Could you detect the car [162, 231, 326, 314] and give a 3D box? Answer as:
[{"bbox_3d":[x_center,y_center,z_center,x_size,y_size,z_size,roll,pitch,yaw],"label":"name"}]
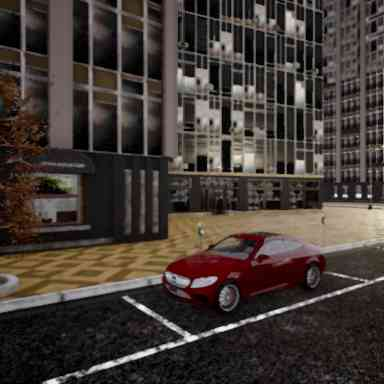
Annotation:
[{"bbox_3d":[1.347,1.583,7.524,4.206,1.307,1.802,0,0,-36],"label":"car"}]
